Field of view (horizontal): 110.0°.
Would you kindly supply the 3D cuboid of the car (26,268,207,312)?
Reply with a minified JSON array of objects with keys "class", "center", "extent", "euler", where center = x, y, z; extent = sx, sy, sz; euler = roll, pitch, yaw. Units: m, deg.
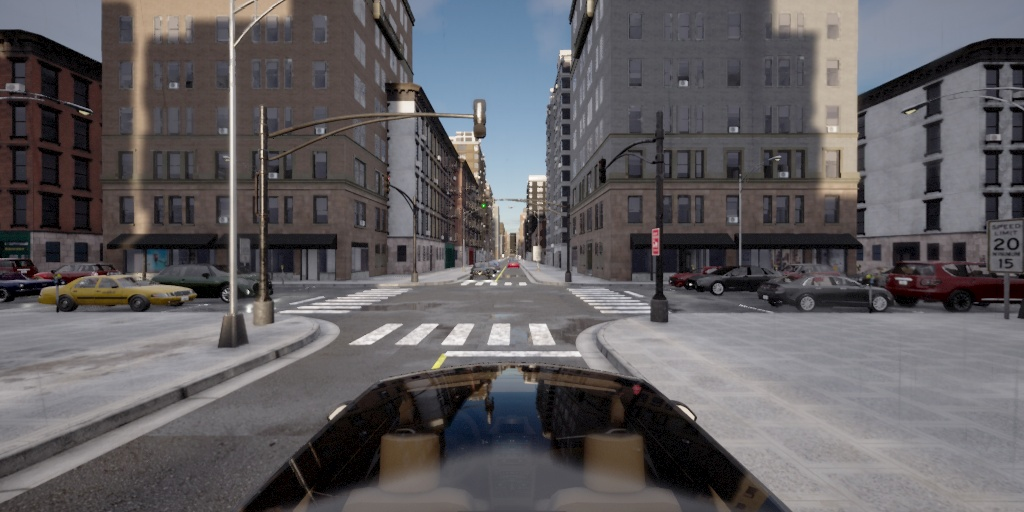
[{"class":"car","center":[-14.881,1.302,13.682],"extent":[4.829,1.417,1.751],"euler":[0,0,0]}]

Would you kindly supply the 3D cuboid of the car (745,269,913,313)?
[{"class":"car","center":[11.794,1.334,13.588],"extent":[4.403,1.370,2.007],"euler":[0,0,0]}]

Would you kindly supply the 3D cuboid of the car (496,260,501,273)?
[{"class":"car","center":[-2.742,1.336,42.788],"extent":[2.033,1.411,5.357],"euler":[0,0,0]}]

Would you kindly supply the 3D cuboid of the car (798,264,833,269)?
[{"class":"car","center":[17.231,1.192,21.594],"extent":[4.097,1.591,1.967],"euler":[0,0,0]}]

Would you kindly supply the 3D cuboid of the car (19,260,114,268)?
[{"class":"car","center":[-26.346,1.181,21.747],"extent":[4.097,1.591,1.967],"euler":[0,0,0]}]

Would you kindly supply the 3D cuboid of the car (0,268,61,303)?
[{"class":"car","center":[-23.351,1.366,16.245],"extent":[4.718,1.301,1.895],"euler":[0,0,0]}]

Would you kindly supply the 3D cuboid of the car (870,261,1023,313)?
[{"class":"car","center":[17.203,1.100,13.569],"extent":[5.009,1.841,2.192],"euler":[0,0,0]}]

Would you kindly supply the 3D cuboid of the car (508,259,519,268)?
[{"class":"car","center":[0.257,1.373,60.966],"extent":[1.994,1.385,4.181],"euler":[0,0,0]}]

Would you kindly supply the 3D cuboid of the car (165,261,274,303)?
[{"class":"car","center":[-13.487,1.119,16.251],"extent":[4.553,1.767,2.097],"euler":[0,0,-1]}]

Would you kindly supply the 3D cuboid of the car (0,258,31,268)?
[{"class":"car","center":[-32.009,1.055,21.767],"extent":[5.009,1.841,2.192],"euler":[0,0,0]}]

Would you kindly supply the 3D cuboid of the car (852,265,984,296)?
[{"class":"car","center":[21.406,1.269,19.040],"extent":[4.892,1.490,1.837],"euler":[0,0,0]}]

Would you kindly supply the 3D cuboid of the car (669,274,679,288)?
[{"class":"car","center":[11.823,1.296,21.613],"extent":[4.507,1.381,1.888],"euler":[0,0,0]}]

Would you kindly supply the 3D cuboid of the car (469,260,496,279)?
[{"class":"car","center":[-2.768,1.283,32.991],"extent":[1.837,1.490,4.892],"euler":[0,0,0]}]

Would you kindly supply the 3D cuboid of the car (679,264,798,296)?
[{"class":"car","center":[11.924,1.266,19.070],"extent":[4.892,1.490,1.837],"euler":[0,0,0]}]
